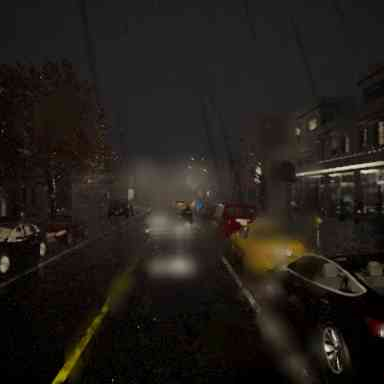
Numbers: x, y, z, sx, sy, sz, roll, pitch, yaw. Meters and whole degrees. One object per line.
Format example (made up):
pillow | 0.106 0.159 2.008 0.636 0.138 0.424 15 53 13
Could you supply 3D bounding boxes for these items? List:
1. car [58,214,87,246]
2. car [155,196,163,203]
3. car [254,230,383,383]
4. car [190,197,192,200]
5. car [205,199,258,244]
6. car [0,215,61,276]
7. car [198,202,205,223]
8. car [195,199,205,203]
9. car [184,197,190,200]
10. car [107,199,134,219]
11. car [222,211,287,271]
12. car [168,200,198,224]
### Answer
car | -6.291 1.744 16.107 1.802 1.307 4.206 -1 0 -2
car | -9.347 2.038 92.932 2.192 1.841 5.009 -1 0 -2
car | 2.522 1.587 5.355 1.947 1.339 4.313 -1 0 -2
car | 0.754 1.874 49.875 1.752 1.417 4.829 -1 0 -2
car | 2.078 1.418 16.444 2.192 1.841 5.009 -1 0 -2
car | -6.072 1.671 10.563 2.008 1.369 4.403 -1 0 -2
car | 1.642 1.767 27.530 1.802 1.307 4.206 -1 0 -2
car | 1.414 1.752 33.244 1.752 1.417 4.829 -1 0 -2
car | -1.598 1.801 43.839 1.882 1.535 5.008 0 -1 -2
car | -6.956 1.599 32.740 2.192 1.841 5.009 -1 0 -2
car | 2.296 1.588 11.068 1.752 1.417 4.829 -1 0 -2
car | -0.917 1.689 26.547 2.128 1.511 4.902 0 0 -2
